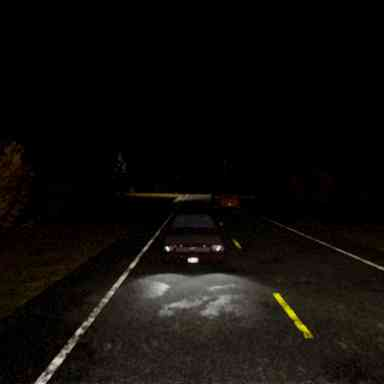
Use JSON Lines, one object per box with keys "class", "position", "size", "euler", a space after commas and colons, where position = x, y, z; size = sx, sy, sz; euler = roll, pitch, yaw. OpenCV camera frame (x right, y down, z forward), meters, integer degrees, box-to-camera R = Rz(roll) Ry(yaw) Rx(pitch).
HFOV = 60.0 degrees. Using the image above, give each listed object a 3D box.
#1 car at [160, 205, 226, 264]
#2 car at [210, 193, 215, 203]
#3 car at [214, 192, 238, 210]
{"class": "car", "position": [0.035, 1.394, 11.501], "size": [2.033, 1.411, 5.357], "euler": [0, 1, 0]}
{"class": "car", "position": [3.725, 0.849, 48.559], "size": [1.837, 1.490, 4.892], "euler": [0, 0, 1]}
{"class": "car", "position": [3.704, 1.009, 35.117], "size": [1.882, 1.535, 5.008], "euler": [0, 1, 0]}
